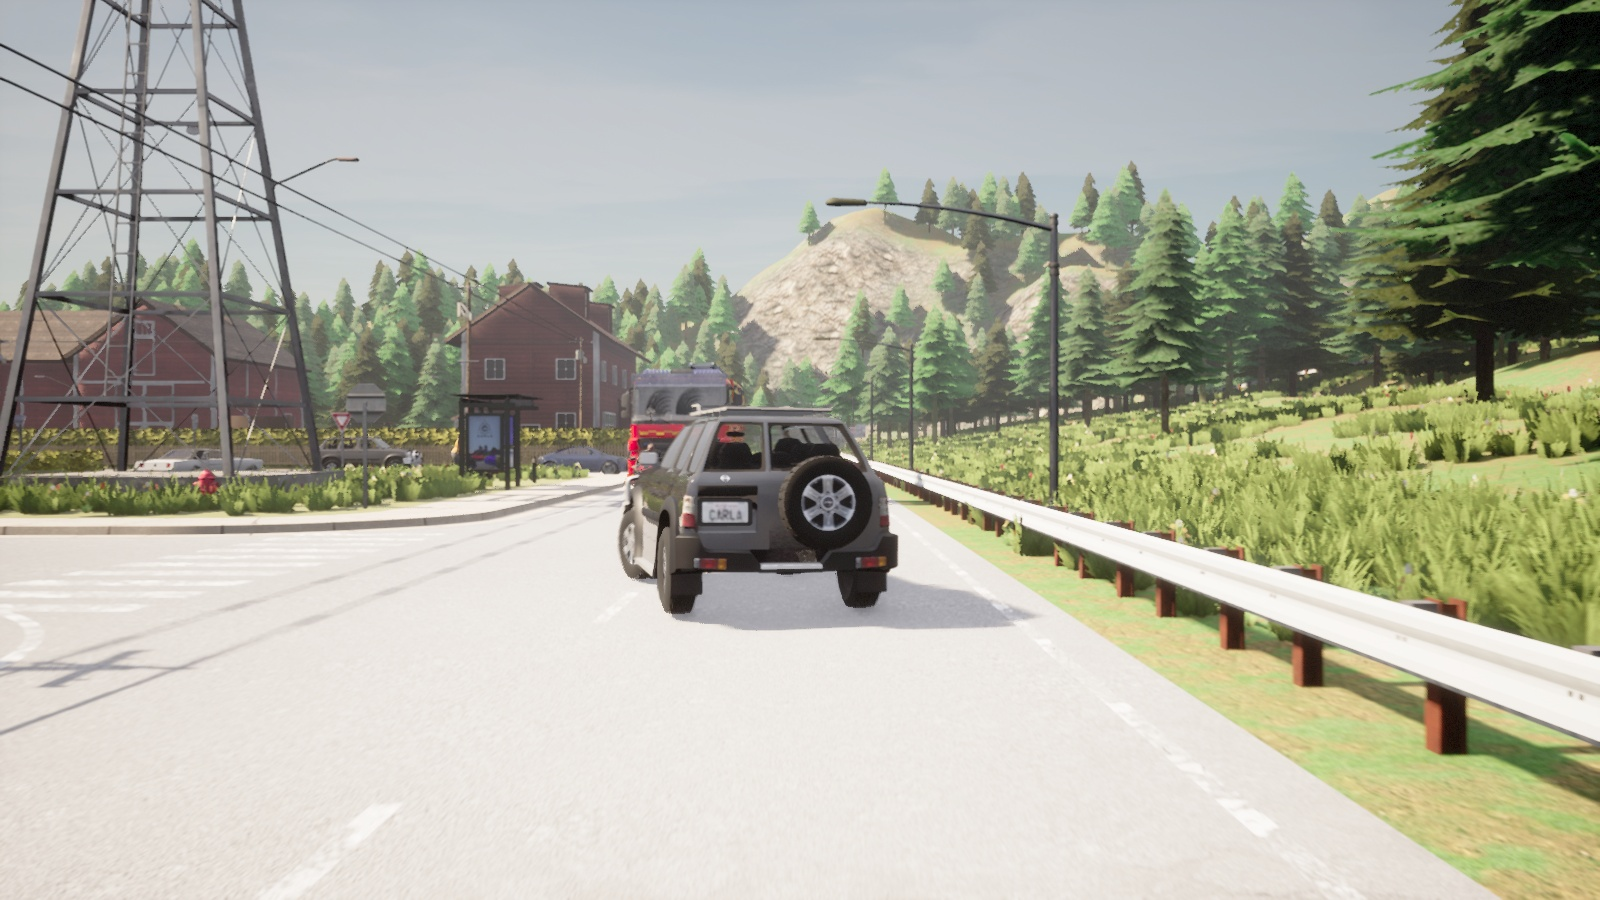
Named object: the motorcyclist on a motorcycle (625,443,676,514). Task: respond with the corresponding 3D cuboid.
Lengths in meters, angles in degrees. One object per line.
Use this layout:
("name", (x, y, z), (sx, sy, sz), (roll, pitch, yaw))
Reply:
("motorcyclist on a motorcycle", (-3.325, 0.613, 28.088), (0.866, 1.530, 2.191), (0, 0, 0))

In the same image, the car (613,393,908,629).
("car", (-0.622, 0.489, 12.349), (1.932, 1.855, 4.605), (1, 0, -14))

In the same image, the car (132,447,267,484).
("car", (-22.679, 0.548, 47.654), (1.895, 1.301, 4.718), (0, 0, 18))

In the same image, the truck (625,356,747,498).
("truck", (-3.267, -0.645, 38.128), (2.891, 3.827, 8.468), (0, 0, 0))

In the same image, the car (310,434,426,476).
("car", (-19.521, 0.213, 56.882), (4.605, 1.855, 1.932), (0, 0, 0))

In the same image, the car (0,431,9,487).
("car", (-28.595, 0.300, 40.733), (4.605, 1.855, 1.932), (0, 0, -17))

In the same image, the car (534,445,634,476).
("car", (-9.751, 0.468, 56.900), (4.181, 1.385, 1.994), (0, 0, -1))
